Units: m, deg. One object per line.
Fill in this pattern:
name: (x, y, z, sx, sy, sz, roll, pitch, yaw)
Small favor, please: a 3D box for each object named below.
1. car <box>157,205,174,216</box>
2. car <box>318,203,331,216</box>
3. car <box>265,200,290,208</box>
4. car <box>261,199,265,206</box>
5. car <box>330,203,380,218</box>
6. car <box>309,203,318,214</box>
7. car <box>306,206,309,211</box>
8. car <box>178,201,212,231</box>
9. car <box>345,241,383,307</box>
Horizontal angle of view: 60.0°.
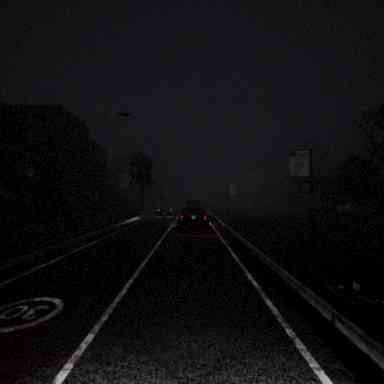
car: (-3.346, 2.356, 42.829, 1.895, 1.301, 4.718, 0, -1, 0)
car: (18.703, 2.171, 40.823, 5.008, 1.535, 2.097, 0, -1, 0)
car: (18.746, 2.607, 71.705, 4.553, 1.767, 2.185, 0, -1, 0)
car: (18.675, 2.832, 74.872, 4.674, 1.452, 2.002, 0, -1, 0)
car: (18.693, 2.154, 37.674, 4.674, 1.452, 2.002, 0, -1, 0)
car: (18.694, 2.231, 44.095, 4.892, 1.521, 2.231, 0, -1, 0)
car: (18.698, 2.330, 47.370, 4.674, 1.452, 2.002, 0, -1, 0)
car: (0.096, 1.756, 23.855, 2.097, 1.767, 4.553, 0, -1, 0)
car: (5.591, 1.562, 6.437, 4.892, 1.521, 2.231, 0, -1, 0)
